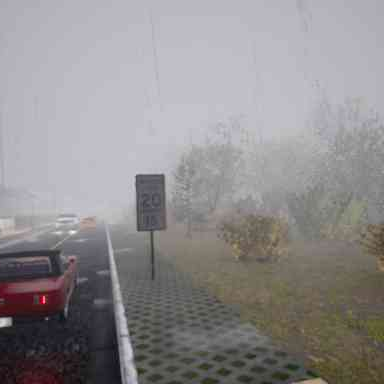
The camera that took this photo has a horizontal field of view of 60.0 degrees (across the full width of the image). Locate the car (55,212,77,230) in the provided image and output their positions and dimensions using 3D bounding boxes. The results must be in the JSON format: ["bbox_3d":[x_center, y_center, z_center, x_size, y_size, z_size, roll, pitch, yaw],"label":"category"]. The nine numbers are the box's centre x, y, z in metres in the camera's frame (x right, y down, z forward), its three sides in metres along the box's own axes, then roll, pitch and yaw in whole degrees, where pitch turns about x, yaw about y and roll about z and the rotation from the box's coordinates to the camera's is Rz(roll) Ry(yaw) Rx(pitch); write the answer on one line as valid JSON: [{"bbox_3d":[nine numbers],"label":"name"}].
[{"bbox_3d":[-15.326,3.554,40.902,2.150,2.045,5.566,-1,-3,-15],"label":"car"}]

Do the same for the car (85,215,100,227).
[{"bbox_3d":[-14.141,4.093,47.252,1.837,1.490,4.892,-1,-3,-15],"label":"car"}]

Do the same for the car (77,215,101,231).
[{"bbox_3d":[-11.446,3.509,37.195,1.882,1.535,5.008,-1,-3,-15],"label":"car"}]

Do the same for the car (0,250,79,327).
[{"bbox_3d":[-3.707,1.990,7.655,1.895,1.301,4.718,-1,-3,-15],"label":"car"}]
